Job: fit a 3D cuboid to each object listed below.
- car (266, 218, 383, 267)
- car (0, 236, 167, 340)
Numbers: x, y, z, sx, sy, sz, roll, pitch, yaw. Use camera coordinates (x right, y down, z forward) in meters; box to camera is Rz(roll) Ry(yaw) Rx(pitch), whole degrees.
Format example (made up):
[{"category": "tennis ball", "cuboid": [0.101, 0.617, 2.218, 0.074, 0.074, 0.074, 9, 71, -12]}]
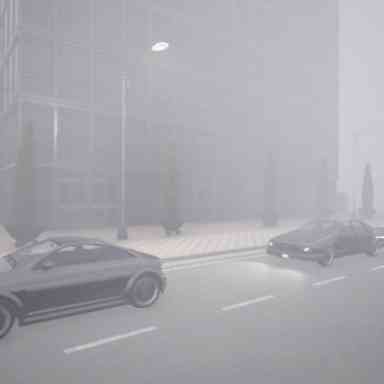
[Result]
[{"category": "car", "cuboid": [5.101, 1.659, 12.104, 5.357, 1.411, 2.033, 1, -1, -36]}, {"category": "car", "cuboid": [-2.576, 1.598, 6.463, 4.181, 1.385, 1.994, 1, -1, -36]}]
